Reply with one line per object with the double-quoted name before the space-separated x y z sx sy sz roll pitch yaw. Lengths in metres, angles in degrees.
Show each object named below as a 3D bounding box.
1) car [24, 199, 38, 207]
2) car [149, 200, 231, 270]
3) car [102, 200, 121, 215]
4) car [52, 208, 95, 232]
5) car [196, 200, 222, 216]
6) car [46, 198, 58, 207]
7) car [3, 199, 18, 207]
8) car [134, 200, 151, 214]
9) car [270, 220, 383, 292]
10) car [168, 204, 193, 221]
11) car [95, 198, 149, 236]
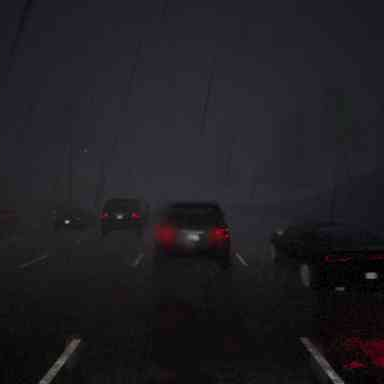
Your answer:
"car" -29.811 2.006 61.673 2.033 1.411 5.357 0 0 -19
"car" -0.011 1.285 11.374 2.150 2.045 5.566 0 0 -1
"car" -9.494 1.739 39.367 1.882 1.535 5.008 0 0 -10
"car" -7.383 1.718 21.355 1.994 1.385 4.181 0 0 -3
"car" 1.708 1.689 35.597 1.837 1.490 4.892 0 0 -8
"car" -26.534 1.951 62.893 1.837 1.490 4.892 0 0 -19
"car" -33.475 1.983 61.504 2.033 1.411 5.357 0 0 -19
"car" -5.940 1.720 39.386 1.882 1.535 5.008 0 0 -10
"car" 3.525 1.508 9.067 1.882 1.535 5.008 0 0 -1
"car" -1.092 1.767 29.800 1.895 1.301 4.718 0 0 -6
"car" -3.745 1.347 19.296 2.150 2.045 5.566 0 0 -3
